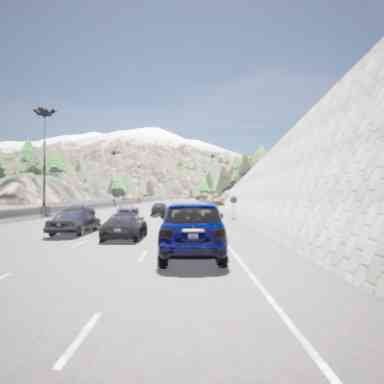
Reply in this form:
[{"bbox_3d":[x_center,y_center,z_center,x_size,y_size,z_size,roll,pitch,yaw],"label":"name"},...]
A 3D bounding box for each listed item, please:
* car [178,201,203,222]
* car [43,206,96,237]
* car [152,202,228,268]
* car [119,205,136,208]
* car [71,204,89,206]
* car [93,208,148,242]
[{"bbox_3d":[-0.164,1.743,30.901,2.097,1.767,4.553,0,-1,-1],"label":"car"},{"bbox_3d":[-7.067,1.826,20.088,2.033,1.411,5.357,0,-1,-1],"label":"car"},{"bbox_3d":[0.009,1.375,12.070,2.150,2.045,5.566,0,-1,-1],"label":"car"},{"bbox_3d":[-7.228,2.104,37.886,1.895,1.301,4.718,0,-1,-1],"label":"car"},{"bbox_3d":[-10.674,1.932,32.006,2.128,1.511,4.902,0,-1,-1],"label":"car"},{"bbox_3d":[-3.542,1.801,17.722,1.994,1.385,4.181,0,-1,-1],"label":"car"}]
